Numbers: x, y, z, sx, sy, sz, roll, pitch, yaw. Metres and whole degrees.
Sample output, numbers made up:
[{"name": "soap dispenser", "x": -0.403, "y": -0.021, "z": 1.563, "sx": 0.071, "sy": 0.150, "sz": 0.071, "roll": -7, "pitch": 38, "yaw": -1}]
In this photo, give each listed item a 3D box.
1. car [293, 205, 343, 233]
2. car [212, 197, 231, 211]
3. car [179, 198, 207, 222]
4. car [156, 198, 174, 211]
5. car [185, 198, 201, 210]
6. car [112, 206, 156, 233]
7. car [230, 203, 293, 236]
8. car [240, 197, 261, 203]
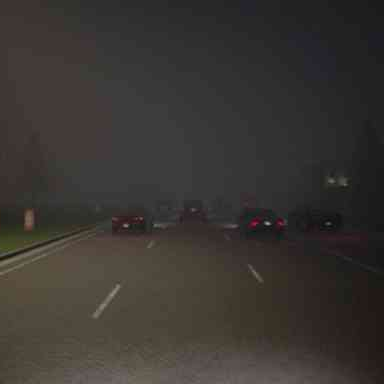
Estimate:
[{"name": "car", "x": 7.099, "y": 1.484, "z": 19.777, "sx": 1.882, "sy": 1.535, "sz": 5.008, "roll": 0, "pitch": 0, "yaw": 0}, {"name": "car", "x": 3.598, "y": 1.365, "z": 40.488, "sx": 2.097, "sy": 1.767, "sz": 4.553, "roll": 0, "pitch": 0, "yaw": 0}, {"name": "car", "x": 0.098, "y": 1.360, "z": 26.506, "sx": 2.097, "sy": 1.767, "sz": 4.553, "roll": 0, "pitch": 0, "yaw": 0}, {"name": "car", "x": -3.402, "y": 1.517, "z": 41.056, "sx": 1.837, "sy": 1.490, "sz": 4.892, "roll": 0, "pitch": 0, "yaw": 0}, {"name": "car", "x": 0.098, "y": 1.561, "z": 44.857, "sx": 2.033, "sy": 1.411, "sz": 5.357, "roll": 0, "pitch": 0, "yaw": 0}, {"name": "car", "x": -3.401, "y": 1.532, "z": 19.434, "sx": 1.812, "sy": 1.442, "sz": 4.674, "roll": 0, "pitch": 0, "yaw": 0}, {"name": "car", "x": 3.599, "y": 1.553, "z": 18.303, "sx": 2.033, "sy": 1.411, "sz": 5.357, "roll": 0, "pitch": 0, "yaw": 0}, {"name": "car", "x": 7.100, "y": 1.366, "z": 40.381, "sx": 2.097, "sy": 1.767, "sz": 4.553, "roll": 0, "pitch": 0, "yaw": 0}]
